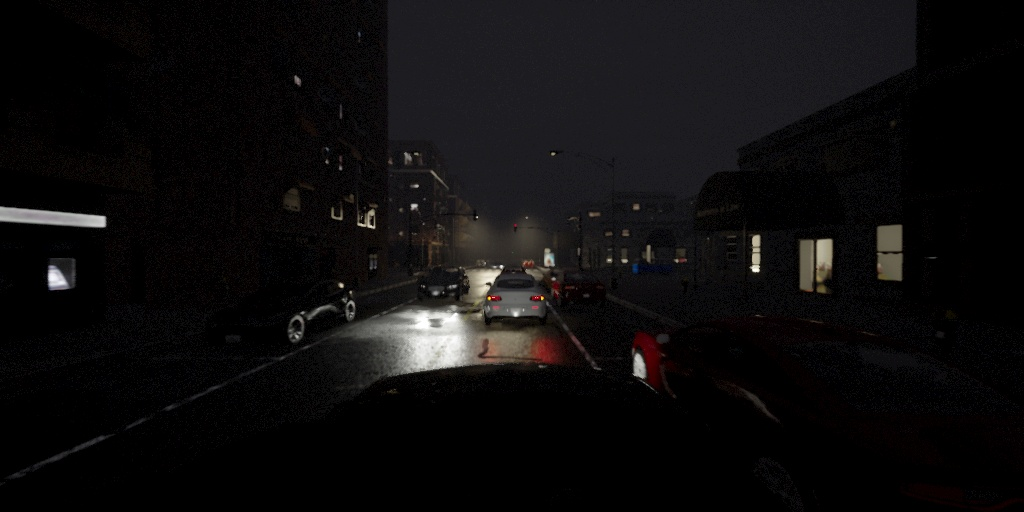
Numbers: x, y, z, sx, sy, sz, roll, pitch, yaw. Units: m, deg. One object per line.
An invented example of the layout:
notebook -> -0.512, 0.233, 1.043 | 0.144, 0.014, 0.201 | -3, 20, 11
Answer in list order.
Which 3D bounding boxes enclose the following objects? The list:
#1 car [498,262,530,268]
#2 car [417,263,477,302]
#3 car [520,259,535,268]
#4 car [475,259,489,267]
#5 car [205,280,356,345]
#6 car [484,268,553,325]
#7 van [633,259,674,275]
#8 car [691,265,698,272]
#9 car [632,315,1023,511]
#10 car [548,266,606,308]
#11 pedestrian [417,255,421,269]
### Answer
car -> 0.112, 1.359, 26.313 | 1.895, 1.301, 4.718 | 0, 0, 1
car -> -3.088, 1.244, 16.973 | 2.128, 1.511, 4.902 | 0, 0, 0
car -> 2.694, 1.228, 59.047 | 1.967, 1.591, 4.097 | 0, 0, 0
car -> -5.687, 1.347, 64.733 | 2.007, 1.370, 4.403 | 0, 0, 0
car -> -5.691, 1.316, 9.492 | 1.948, 1.339, 4.313 | 0, 0, 0
car -> 0.100, 1.277, 11.736 | 1.812, 1.442, 4.674 | 0, 0, 0
van -> 14.658, 1.172, 37.346 | 3.998, 1.789, 1.690 | 0, 0, 0
car -> 25.487, 1.331, 45.806 | 4.829, 1.417, 1.751 | 0, 0, 0
car -> 2.690, 1.295, 3.789 | 1.888, 1.381, 4.507 | 0, 0, 0
car -> 2.691, 1.297, 15.183 | 1.888, 1.381, 4.507 | 0, 0, 0
pedestrian -> -12.628, 0.843, 48.463 | 0.375, 1.860, 0.375 | 0, 0, 0
